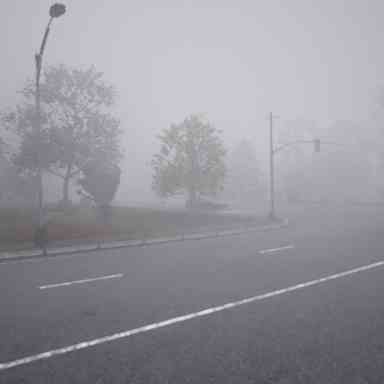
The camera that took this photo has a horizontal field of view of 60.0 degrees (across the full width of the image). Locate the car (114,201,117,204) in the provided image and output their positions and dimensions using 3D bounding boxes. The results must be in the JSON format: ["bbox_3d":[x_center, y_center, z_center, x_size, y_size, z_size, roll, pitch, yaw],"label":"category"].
[{"bbox_3d":[-13.995,1.242,54.478,2.128,1.511,4.902,-2,1,-39],"label":"car"}]

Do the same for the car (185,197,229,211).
[{"bbox_3d":[1.476,1.207,35.152,2.033,1.411,5.357,-2,1,-38],"label":"car"}]
